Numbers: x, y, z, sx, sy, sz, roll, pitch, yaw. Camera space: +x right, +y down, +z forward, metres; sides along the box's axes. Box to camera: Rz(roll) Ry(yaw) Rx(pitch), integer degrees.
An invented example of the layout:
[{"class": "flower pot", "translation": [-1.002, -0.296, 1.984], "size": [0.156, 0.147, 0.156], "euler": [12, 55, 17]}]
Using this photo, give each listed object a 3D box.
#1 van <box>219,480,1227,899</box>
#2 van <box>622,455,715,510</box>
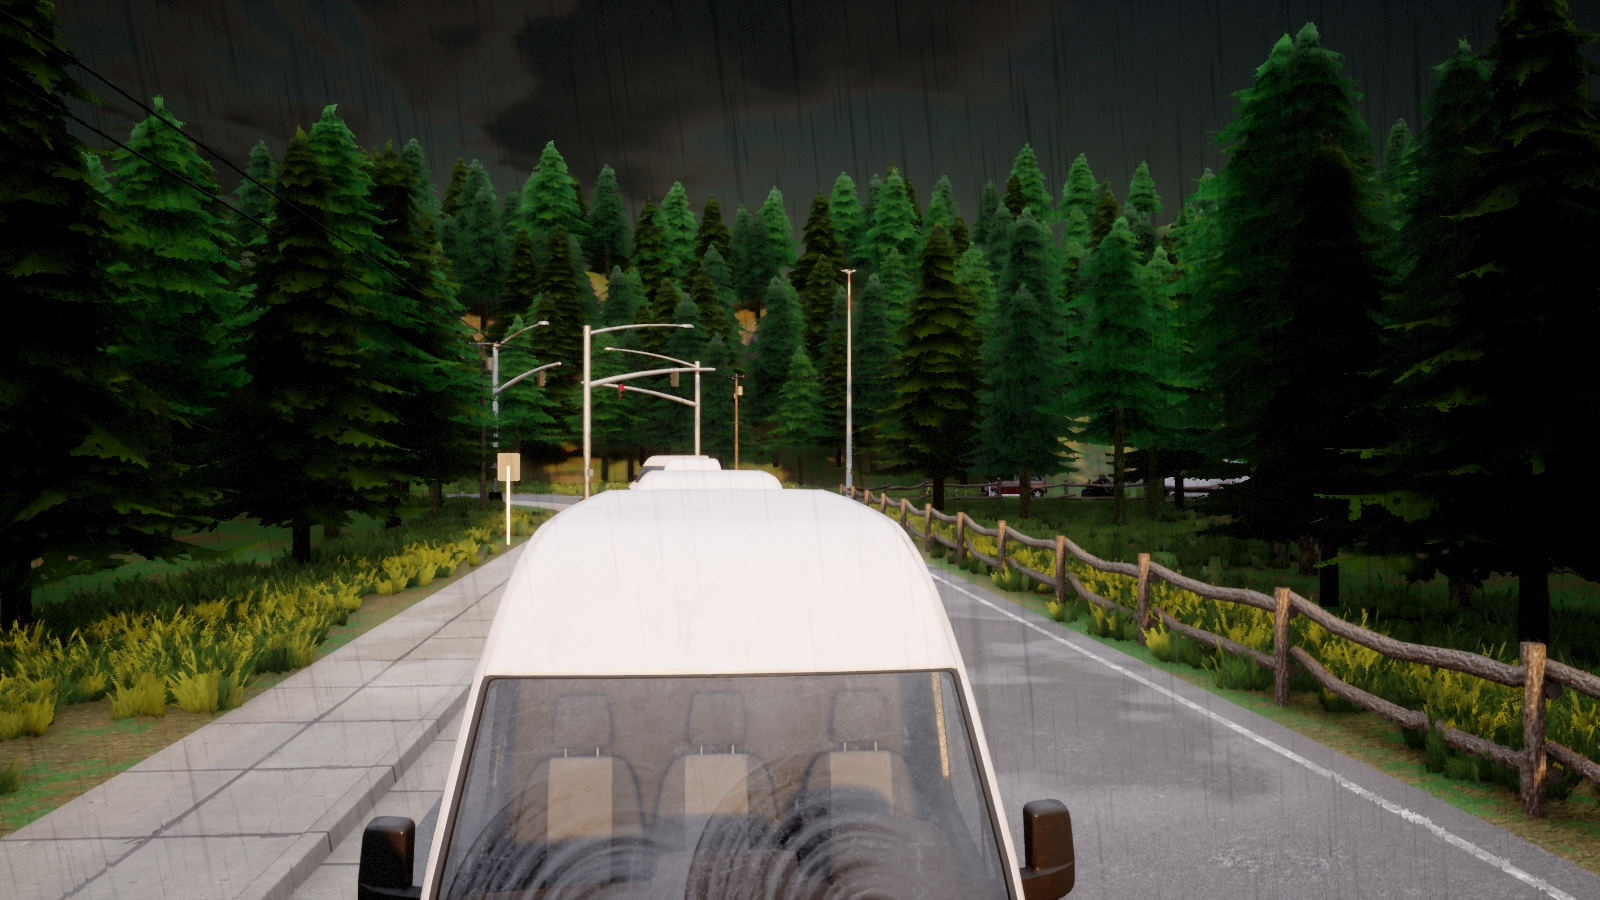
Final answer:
[{"class": "van", "translation": [-0.357, 1.499, 5.207], "size": [1.988, 2.561, 5.915], "euler": [0, 0, -5]}, {"class": "van", "translation": [-6.344, 1.515, 56.009], "size": [1.988, 2.561, 5.915], "euler": [0, 0, 22]}]
